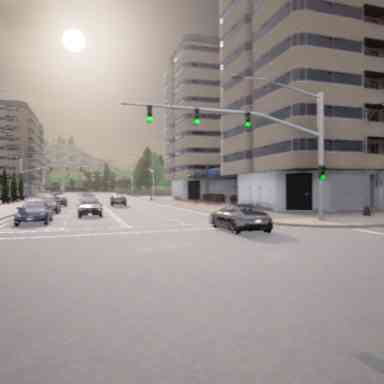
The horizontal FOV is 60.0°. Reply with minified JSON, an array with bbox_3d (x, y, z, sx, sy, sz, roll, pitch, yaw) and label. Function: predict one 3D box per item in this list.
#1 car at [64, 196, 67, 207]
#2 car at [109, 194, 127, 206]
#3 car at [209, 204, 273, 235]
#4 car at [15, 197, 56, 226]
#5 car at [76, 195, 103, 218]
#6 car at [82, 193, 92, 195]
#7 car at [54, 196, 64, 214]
[{"bbox_3d":[-17.095,1.187,42.676,1.895,1.301,4.718,-1,1,-18],"label":"car"},{"bbox_3d":[-9.462,1.010,42.367,2.128,1.511,4.902,-1,1,-18],"label":"car"},{"bbox_3d":[2.431,1.305,17.301,1.994,1.385,4.181,-1,1,-18],"label":"car"},{"bbox_3d":[-10.342,1.324,21.968,1.812,1.442,4.674,-1,1,-18],"label":"car"},{"bbox_3d":[-8.444,1.255,27.454,2.033,1.411,5.357,-1,1,-18],"label":"car"},{"bbox_3d":[-11.359,1.142,36.393,1.812,1.442,4.674,-1,1,-18],"label":"car"},{"bbox_3d":[-13.172,1.236,30.620,1.812,1.442,4.674,-1,1,-18],"label":"car"}]
